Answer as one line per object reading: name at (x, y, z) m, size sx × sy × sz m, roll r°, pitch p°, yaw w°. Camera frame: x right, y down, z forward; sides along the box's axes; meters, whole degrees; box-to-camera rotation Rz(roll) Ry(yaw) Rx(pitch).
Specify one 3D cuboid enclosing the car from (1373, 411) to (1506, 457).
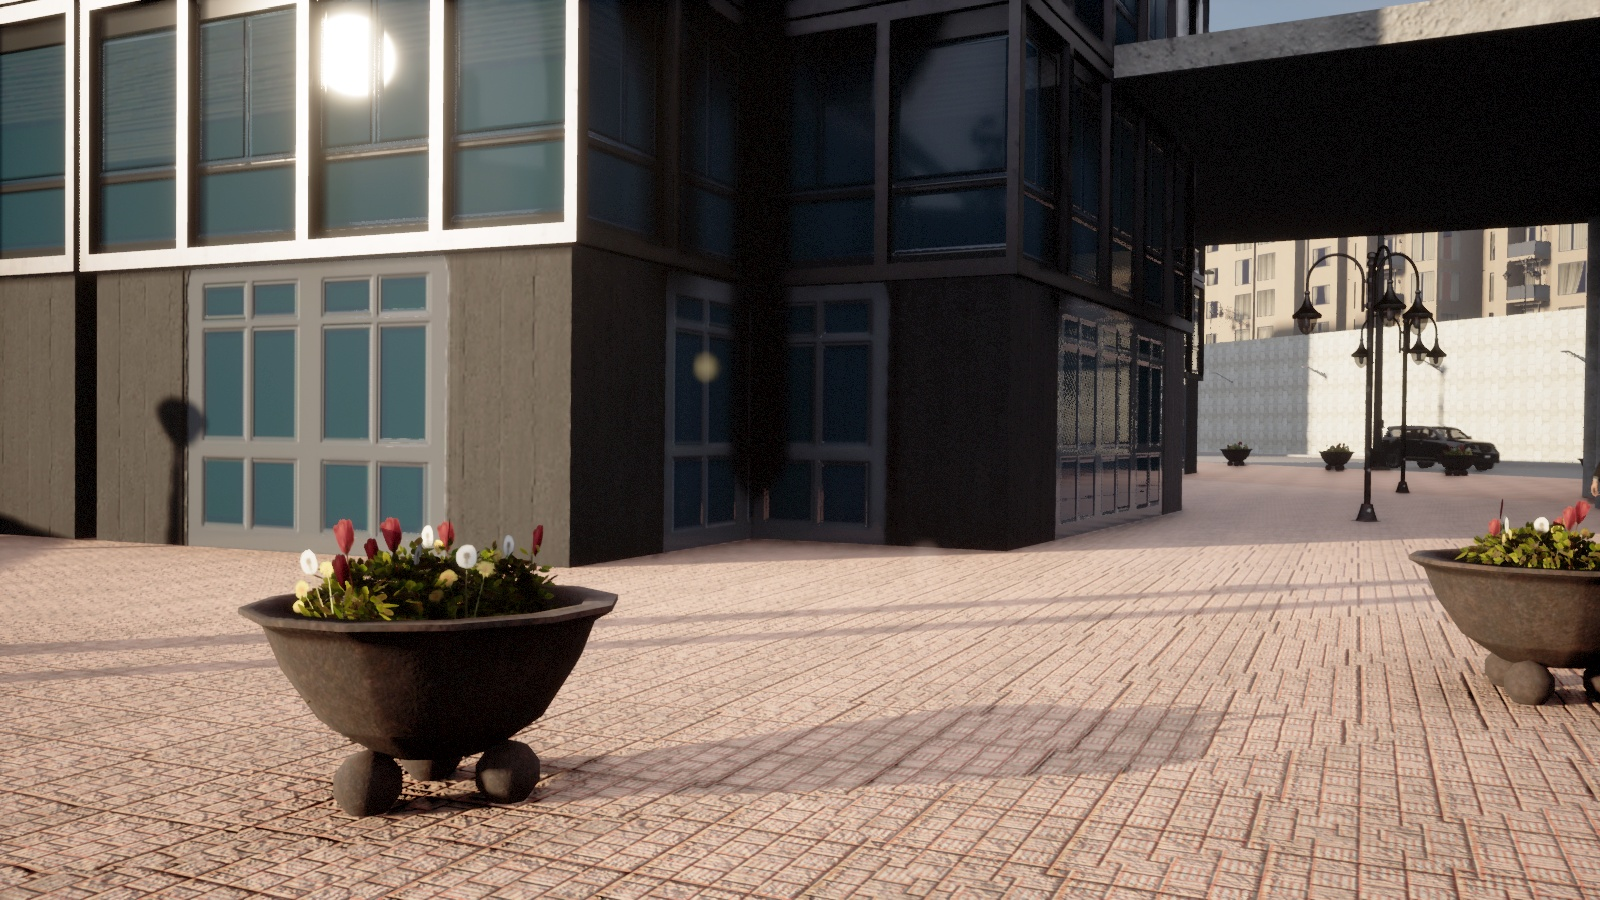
car at (29.622, -0.753, 58.386) m, size 2.150 × 2.045 × 5.566 m, roll -1°, pitch 1°, yaw -20°

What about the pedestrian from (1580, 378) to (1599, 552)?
pedestrian at (8.879, 0.157, 13.589) m, size 0.720 × 1.854 × 0.376 m, roll -1°, pitch 1°, yaw -19°
